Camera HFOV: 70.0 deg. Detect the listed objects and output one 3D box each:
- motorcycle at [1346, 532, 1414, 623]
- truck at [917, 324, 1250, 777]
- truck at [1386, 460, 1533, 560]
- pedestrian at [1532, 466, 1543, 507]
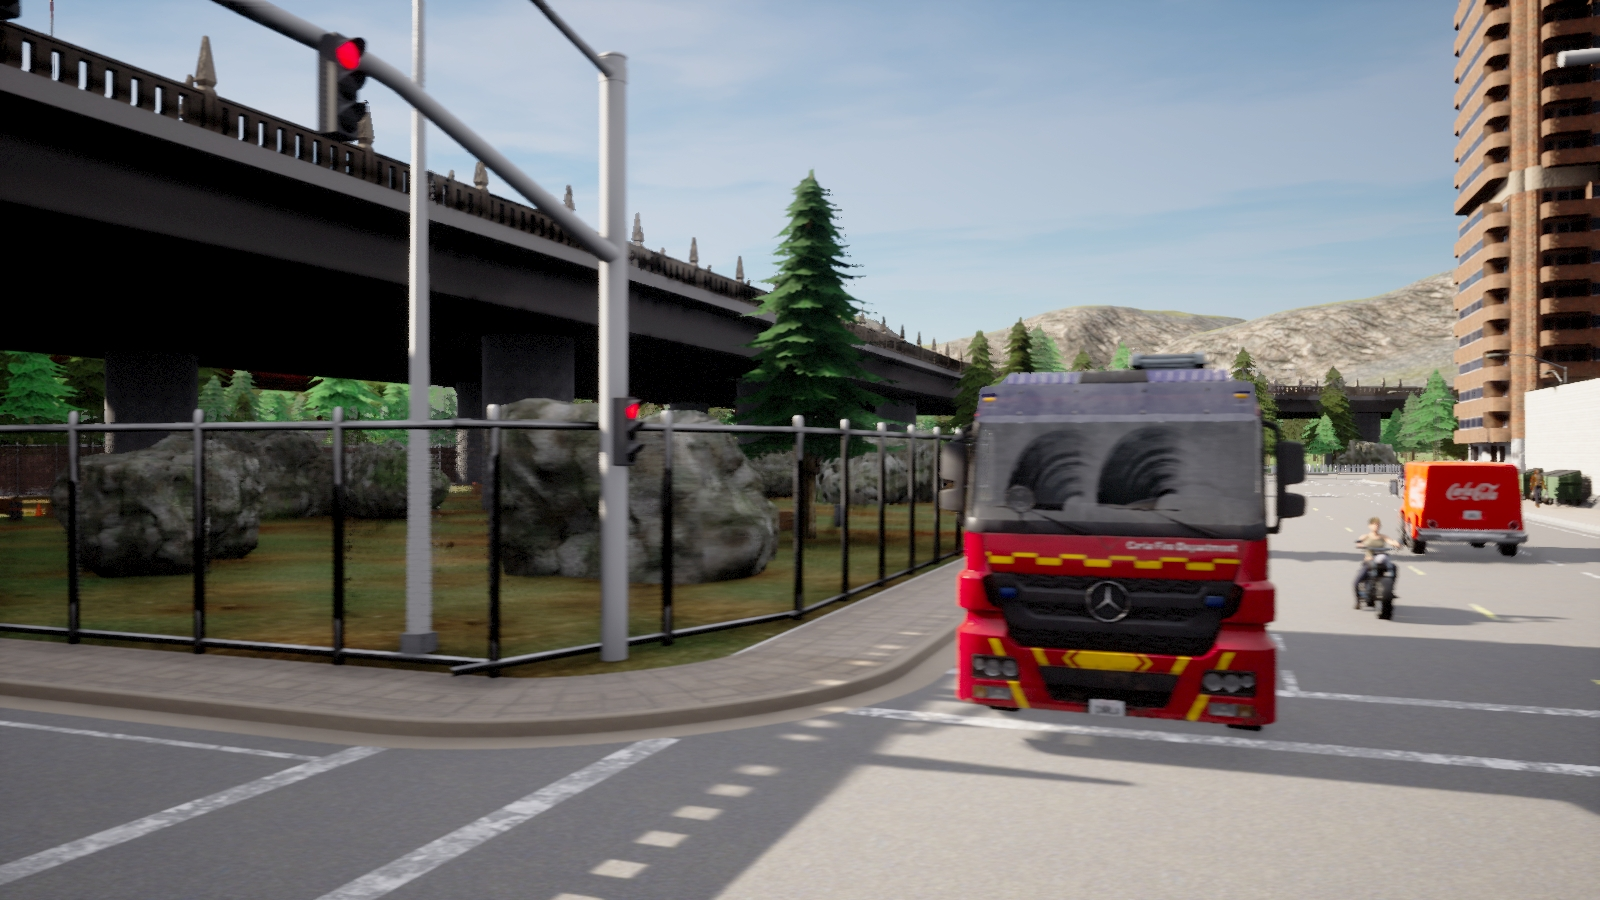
[{"bbox_3d":[9.871,2.127,19.529,0.764,1.277,2.356,0,0,20],"label":"motorcycle"},{"bbox_3d":[3.904,0.849,14.133,2.891,3.827,8.468,0,0,20],"label":"truck"},{"bbox_3d":[18.077,1.531,31.652,2.627,2.467,5.204,0,0,19],"label":"truck"},{"bbox_3d":[33.857,1.669,52.453,0.375,1.860,0.375,0,0,22],"label":"pedestrian"}]
